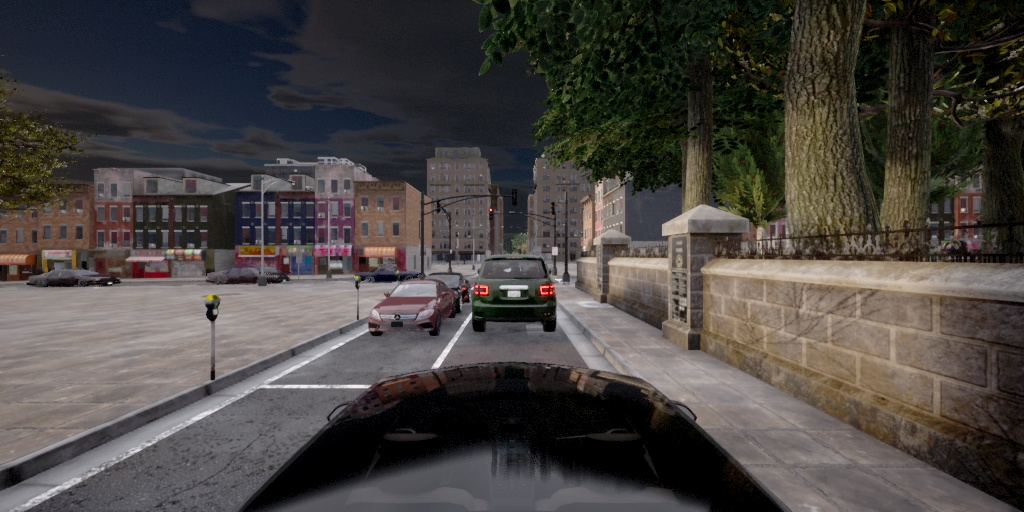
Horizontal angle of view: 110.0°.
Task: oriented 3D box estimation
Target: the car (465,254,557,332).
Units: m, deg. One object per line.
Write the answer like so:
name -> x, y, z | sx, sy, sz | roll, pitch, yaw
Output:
car -> 0.076, 0.971, 10.997 | 2.150, 2.045, 5.566 | 0, 0, 1

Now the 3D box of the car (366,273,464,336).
car -> -2.638, 1.331, 10.318 | 1.802, 1.307, 4.207 | 0, 0, 0

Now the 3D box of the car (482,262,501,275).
car -> -2.280, 1.342, 40.767 | 1.895, 1.301, 4.718 | 0, 0, 0

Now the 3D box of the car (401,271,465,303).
car -> -2.638, 1.315, 13.981 | 1.948, 1.339, 4.313 | 0, 0, 0

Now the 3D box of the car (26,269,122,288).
car -> -32.714, 1.694, 26.823 | 5.357, 1.411, 2.033 | -1, 0, 0

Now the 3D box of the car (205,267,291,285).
car -> -19.715, 1.499, 26.862 | 5.357, 1.411, 2.033 | -1, 0, 0

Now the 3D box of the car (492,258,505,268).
car -> -2.283, 1.213, 61.622 | 1.882, 1.535, 5.008 | 0, 0, 0

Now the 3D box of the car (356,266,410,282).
car -> -8.979, 1.430, 26.899 | 4.718, 1.301, 1.895 | -1, 0, 0
